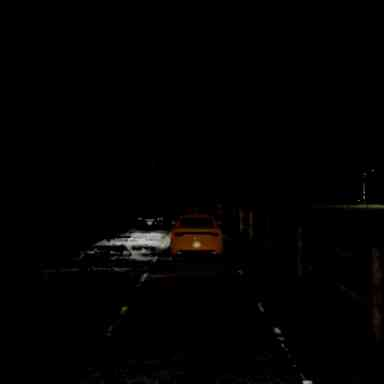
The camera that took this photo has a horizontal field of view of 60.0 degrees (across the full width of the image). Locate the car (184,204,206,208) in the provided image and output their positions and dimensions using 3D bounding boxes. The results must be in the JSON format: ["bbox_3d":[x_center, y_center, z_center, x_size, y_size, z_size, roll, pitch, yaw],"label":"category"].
[{"bbox_3d":[0.302,1.857,31.907,1.882,1.535,5.008,0,-1,0],"label":"car"}]

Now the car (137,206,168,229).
[{"bbox_3d":[-2.700,1.769,23.772,2.128,1.511,4.902,0,-1,0],"label":"car"}]

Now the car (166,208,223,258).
[{"bbox_3d":[0.180,1.635,13.513,1.882,1.535,5.008,0,-1,0],"label":"car"}]

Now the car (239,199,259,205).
[{"bbox_3d":[10.765,2.074,65.438,4.892,1.490,1.837,0,-1,-4],"label":"car"}]
